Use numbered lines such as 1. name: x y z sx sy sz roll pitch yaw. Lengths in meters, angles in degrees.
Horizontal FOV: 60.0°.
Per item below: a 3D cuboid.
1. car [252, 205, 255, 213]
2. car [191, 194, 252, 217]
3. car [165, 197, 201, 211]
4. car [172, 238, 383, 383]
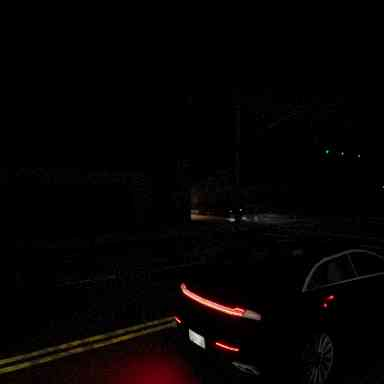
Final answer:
1. car: 4.325 1.478 34.869 1.882 1.535 5.008 0 0 -37
2. car: 2.607 1.221 31.326 2.150 2.045 5.566 0 0 -36
3. car: -1.214 1.489 42.288 2.128 1.511 4.902 0 0 -37
4. car: 2.031 1.492 5.279 4.902 1.511 2.128 0 0 -35
